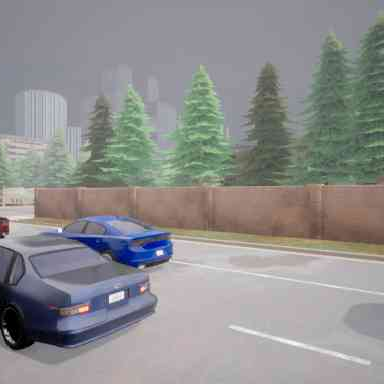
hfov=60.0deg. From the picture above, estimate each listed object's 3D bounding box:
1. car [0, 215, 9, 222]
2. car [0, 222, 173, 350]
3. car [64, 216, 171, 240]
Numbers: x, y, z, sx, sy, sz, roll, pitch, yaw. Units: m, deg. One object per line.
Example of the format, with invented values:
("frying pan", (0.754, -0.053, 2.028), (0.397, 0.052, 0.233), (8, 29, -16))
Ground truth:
("car", (-10.707, 1.479, 15.925), (5.008, 1.535, 1.882), (0, 0, 35))
("car", (-3.125, 1.548, 6.214), (5.357, 1.411, 2.033), (0, 0, 35))
("car", (-2.878, 1.478, 10.344), (5.008, 1.535, 1.882), (0, 0, 35))
